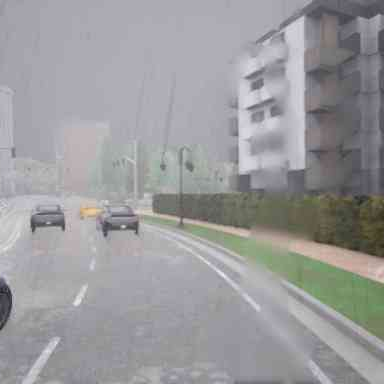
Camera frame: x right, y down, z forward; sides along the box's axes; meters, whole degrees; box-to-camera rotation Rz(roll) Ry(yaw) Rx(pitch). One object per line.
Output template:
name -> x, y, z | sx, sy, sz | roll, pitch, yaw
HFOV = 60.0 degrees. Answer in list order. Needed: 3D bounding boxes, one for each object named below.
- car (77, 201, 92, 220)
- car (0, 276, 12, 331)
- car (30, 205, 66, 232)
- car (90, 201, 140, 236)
car -> -8.717, 1.501, 28.635 | 1.882, 1.535, 5.008 | 0, 0, -24
car -> -3.845, 1.550, 3.776 | 1.812, 1.442, 4.674 | 0, 0, -5
car -> -8.918, 1.529, 20.636 | 2.128, 1.511, 4.902 | 0, 0, -24
car -> -4.224, 1.496, 18.491 | 2.128, 1.511, 4.902 | 0, 0, -22
